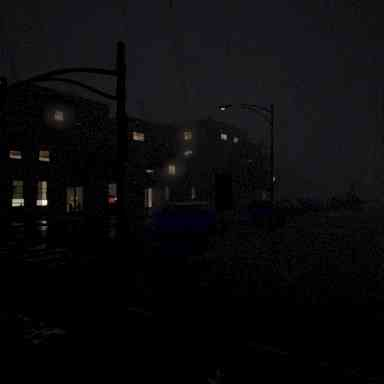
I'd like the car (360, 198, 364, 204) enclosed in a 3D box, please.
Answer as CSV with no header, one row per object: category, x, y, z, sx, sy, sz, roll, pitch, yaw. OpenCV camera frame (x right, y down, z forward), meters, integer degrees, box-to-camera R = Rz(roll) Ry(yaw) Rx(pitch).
car,28.404,1.748,58.543,1.752,1.417,4.829,0,0,35

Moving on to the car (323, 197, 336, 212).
car,15.742,1.671,40.446,1.752,1.417,4.829,0,0,35

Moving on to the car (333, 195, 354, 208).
car,21.977,1.497,49.355,2.192,1.841,5.009,0,0,35

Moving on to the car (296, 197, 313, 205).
car,21.450,1.705,63.222,1.887,1.381,4.507,0,0,35

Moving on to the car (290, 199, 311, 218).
car,9.313,1.655,31.256,1.887,1.381,4.507,0,0,35

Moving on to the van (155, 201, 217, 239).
van,-0.181,1.407,17.684,1.690,1.788,3.998,0,0,35

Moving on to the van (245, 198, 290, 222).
van,6.149,1.436,26.733,1.690,1.788,3.998,0,0,35

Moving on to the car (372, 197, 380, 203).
car,44.133,1.899,81.026,1.947,1.339,4.313,0,0,35

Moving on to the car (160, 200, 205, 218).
car,-0.805,1.558,31.412,1.752,1.417,4.829,0,0,35

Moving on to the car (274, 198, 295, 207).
car,15.119,1.665,54.173,1.887,1.381,4.507,0,0,35

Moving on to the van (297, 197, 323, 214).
van,12.480,1.469,35.781,1.690,1.788,3.998,0,0,35

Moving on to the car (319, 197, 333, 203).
car,30.945,1.792,76.795,1.947,1.339,4.313,0,0,35

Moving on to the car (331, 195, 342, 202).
car,37.276,1.712,85.844,1.967,1.590,4.097,0,0,35

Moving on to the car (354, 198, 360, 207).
car,25.142,1.516,53.880,2.192,1.841,5.009,0,0,35

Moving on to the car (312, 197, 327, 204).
car,27.682,1.728,72.131,1.752,1.417,4.829,0,0,35

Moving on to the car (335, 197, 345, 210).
car,18.809,1.729,44.830,1.947,1.339,4.313,0,0,35

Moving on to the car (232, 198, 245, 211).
car,5.624,1.506,40.601,1.967,1.590,4.097,0,0,35

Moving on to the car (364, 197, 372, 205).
car,34.637,1.810,67.452,1.887,1.381,4.507,0,0,35

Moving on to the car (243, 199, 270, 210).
car,8.788,1.629,45.125,1.887,1.381,4.507,0,0,35
